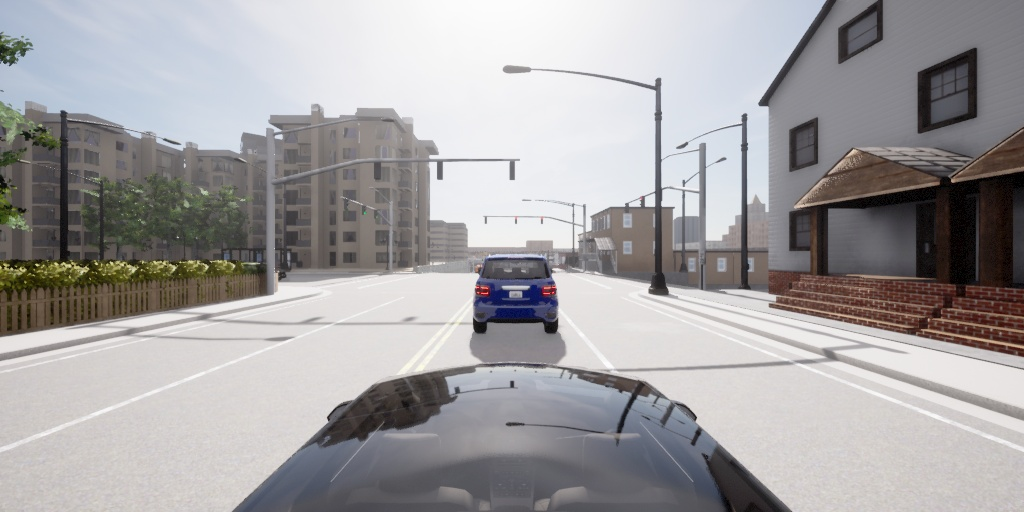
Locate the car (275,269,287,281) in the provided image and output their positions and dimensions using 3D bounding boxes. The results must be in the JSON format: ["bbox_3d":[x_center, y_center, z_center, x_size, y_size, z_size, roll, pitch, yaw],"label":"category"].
[{"bbox_3d":[-20.346,1.255,28.079,4.892,1.490,1.837,0,0,1],"label":"car"}]

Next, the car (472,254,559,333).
[{"bbox_3d":[0.101,0.971,10.877,2.150,2.045,5.566,0,0,0],"label":"car"}]

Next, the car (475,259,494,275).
[{"bbox_3d":[-3.561,1.506,46.897,2.097,1.767,4.553,1,-5,0],"label":"car"}]
